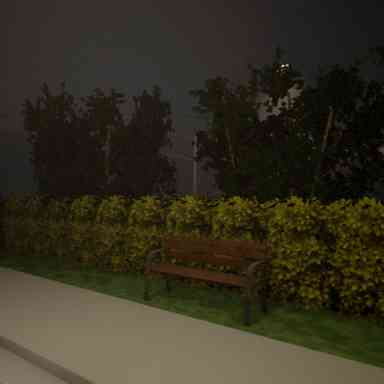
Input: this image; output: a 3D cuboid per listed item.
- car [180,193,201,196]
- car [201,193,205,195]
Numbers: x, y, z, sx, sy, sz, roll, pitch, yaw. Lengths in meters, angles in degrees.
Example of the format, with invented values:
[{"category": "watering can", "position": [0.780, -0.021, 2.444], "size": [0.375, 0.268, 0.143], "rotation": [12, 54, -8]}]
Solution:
[{"category": "car", "position": [-0.991, 0.948, 60.404], "size": [1.882, 1.535, 5.008], "rotation": [0, 1, 35]}, {"category": "car", "position": [1.478, 0.870, 69.915], "size": [1.895, 1.301, 4.718], "rotation": [0, 1, 35]}]
